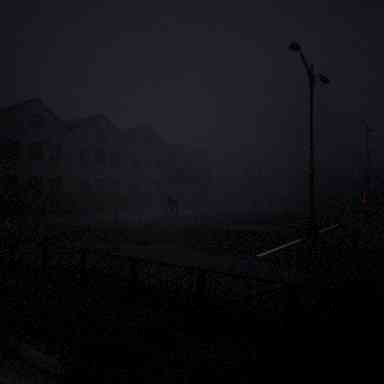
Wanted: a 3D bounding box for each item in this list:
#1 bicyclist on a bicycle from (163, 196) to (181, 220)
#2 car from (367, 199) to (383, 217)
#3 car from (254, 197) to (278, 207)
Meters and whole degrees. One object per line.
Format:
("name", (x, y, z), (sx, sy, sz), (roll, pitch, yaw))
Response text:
("bicyclist on a bicycle", (-1.399, 1.109, 23.069), (1.656, 1.620, 0.582), (0, 0, 35))
("car", (15.424, 1.298, 26.815), (2.007, 1.523, 4.514), (0, 0, 35))
("car", (10.445, 1.356, 46.692), (2.033, 1.411, 5.357), (0, 0, 33))
